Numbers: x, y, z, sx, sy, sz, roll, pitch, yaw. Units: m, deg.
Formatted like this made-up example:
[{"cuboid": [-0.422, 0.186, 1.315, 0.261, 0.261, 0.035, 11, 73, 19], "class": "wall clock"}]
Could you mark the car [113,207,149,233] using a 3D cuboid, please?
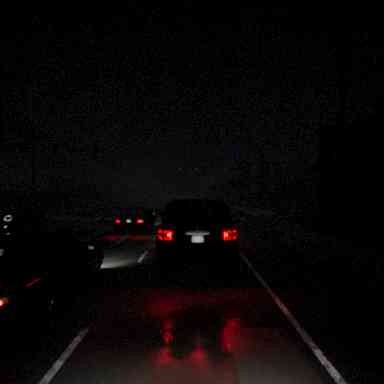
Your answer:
[{"cuboid": [-3.345, 1.582, 20.066, 2.033, 1.411, 5.357, 0, 0, 0], "class": "car"}]

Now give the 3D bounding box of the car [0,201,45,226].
[{"cuboid": [-10.461, 1.384, 19.425, 2.097, 1.767, 4.553, 0, 0, 1], "class": "car"}]

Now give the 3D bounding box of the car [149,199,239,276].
[{"cuboid": [0.129, 1.236, 10.527, 2.150, 2.045, 5.566, 0, -1, 0], "class": "car"}]

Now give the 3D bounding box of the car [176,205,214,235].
[{"cuboid": [0.159, 1.583, 20.453, 2.033, 1.411, 5.357, 0, 0, 0], "class": "car"}]

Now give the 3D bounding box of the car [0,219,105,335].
[{"cuboid": [-3.383, 1.559, 7.039, 2.033, 1.411, 5.357, 0, 0, 0], "class": "car"}]
